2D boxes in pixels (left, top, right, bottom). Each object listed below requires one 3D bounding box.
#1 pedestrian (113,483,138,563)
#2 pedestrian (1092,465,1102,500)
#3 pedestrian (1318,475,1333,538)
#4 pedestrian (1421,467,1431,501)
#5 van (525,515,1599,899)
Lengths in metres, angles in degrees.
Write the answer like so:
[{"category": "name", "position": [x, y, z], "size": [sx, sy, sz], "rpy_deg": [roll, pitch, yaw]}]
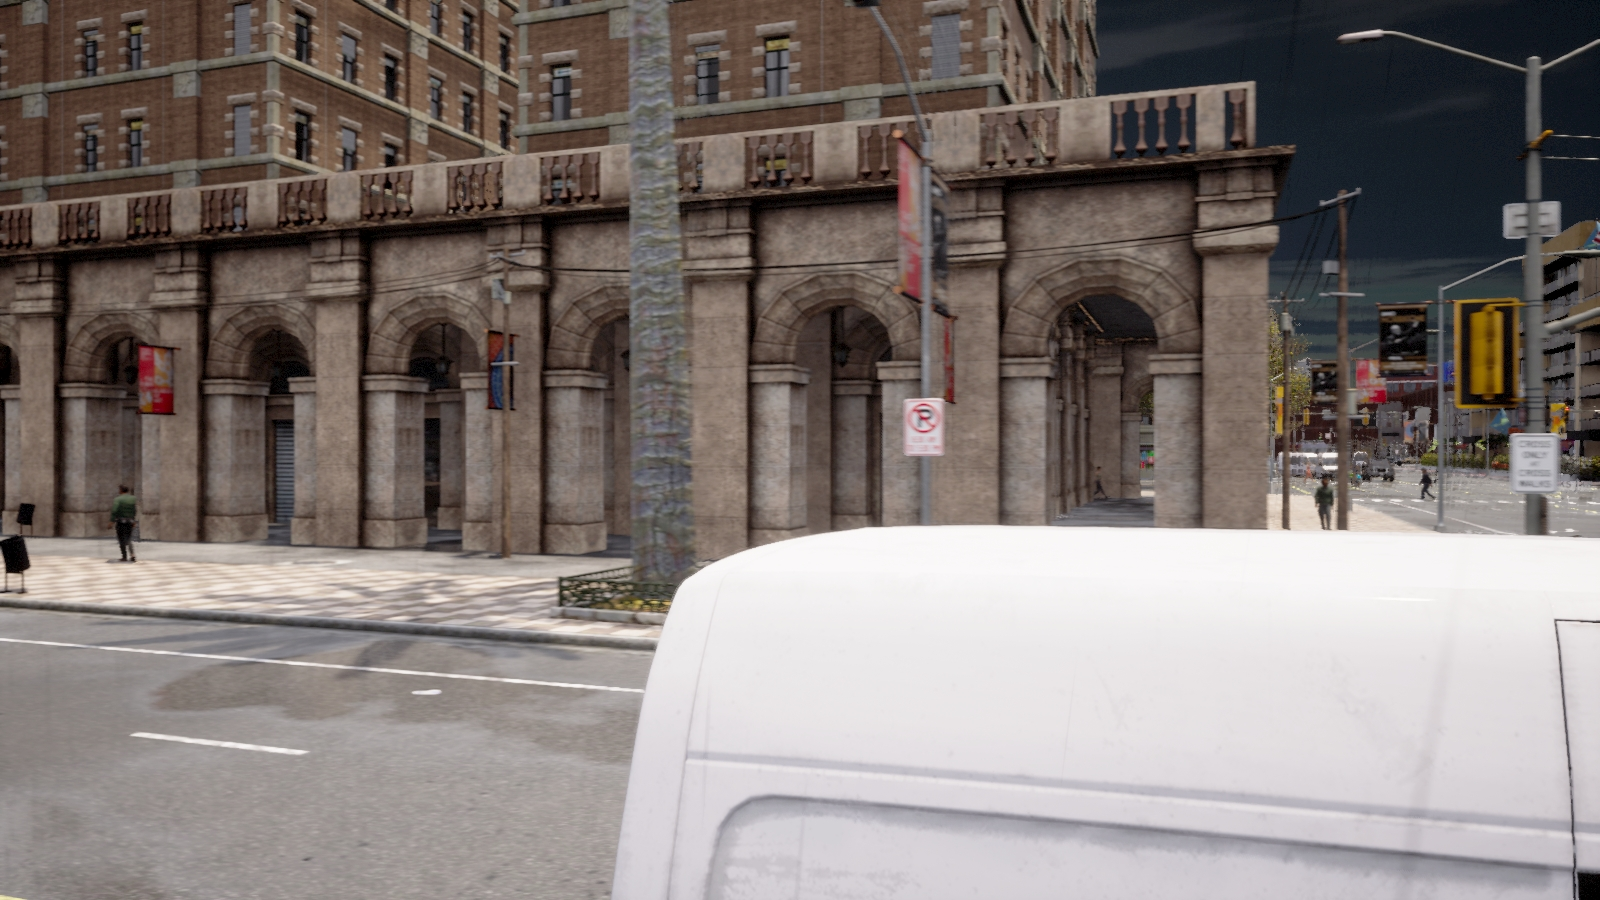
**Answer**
[{"category": "pedestrian", "position": [-15.833, 1.700, 26.804], "size": [0.375, 1.860, 0.375], "rpy_deg": [0, 0, 32]}, {"category": "pedestrian", "position": [15.551, 1.697, 59.840], "size": [0.375, 1.860, 0.375], "rpy_deg": [0, 0, 42]}, {"category": "pedestrian", "position": [15.826, 1.696, 34.405], "size": [0.375, 1.860, 0.375], "rpy_deg": [0, 0, 18]}, {"category": "pedestrian", "position": [34.489, 1.847, 62.949], "size": [0.375, 1.860, 0.375], "rpy_deg": [0, 0, 7]}, {"category": "van", "position": [2.539, 1.534, 2.531], "size": [5.915, 2.561, 1.988], "rpy_deg": [0, 1, 17]}]
